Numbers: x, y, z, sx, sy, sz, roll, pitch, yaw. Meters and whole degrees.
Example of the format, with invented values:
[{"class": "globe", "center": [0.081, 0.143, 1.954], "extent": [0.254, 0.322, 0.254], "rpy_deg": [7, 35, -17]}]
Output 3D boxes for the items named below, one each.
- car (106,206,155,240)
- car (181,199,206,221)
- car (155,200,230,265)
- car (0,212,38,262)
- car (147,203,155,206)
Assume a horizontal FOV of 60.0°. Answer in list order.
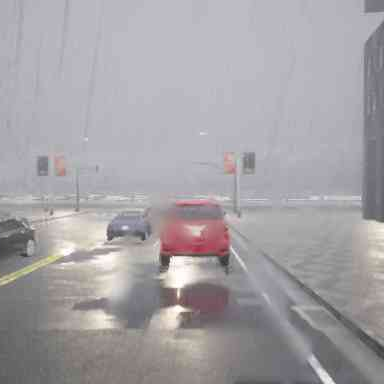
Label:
[{"class": "car", "center": [-3.150, 1.680, 17.688], "extent": [1.994, 1.385, 4.181], "rpy_deg": [0, -1, 0]}, {"class": "car", "center": [0.100, 1.567, 30.062], "extent": [2.097, 1.767, 4.553], "rpy_deg": [0, 0, 0]}, {"class": "car", "center": [0.097, 1.296, 12.139], "extent": [2.150, 2.045, 5.566], "rpy_deg": [0, 0, 0]}, {"class": "car", "center": [-6.590, 1.565, 10.339], "extent": [1.837, 1.490, 4.892], "rpy_deg": [0, 0, 0]}, {"class": "car", "center": [-3.154, 1.715, 29.748], "extent": [1.837, 1.490, 4.892], "rpy_deg": [0, -1, 0]}]
